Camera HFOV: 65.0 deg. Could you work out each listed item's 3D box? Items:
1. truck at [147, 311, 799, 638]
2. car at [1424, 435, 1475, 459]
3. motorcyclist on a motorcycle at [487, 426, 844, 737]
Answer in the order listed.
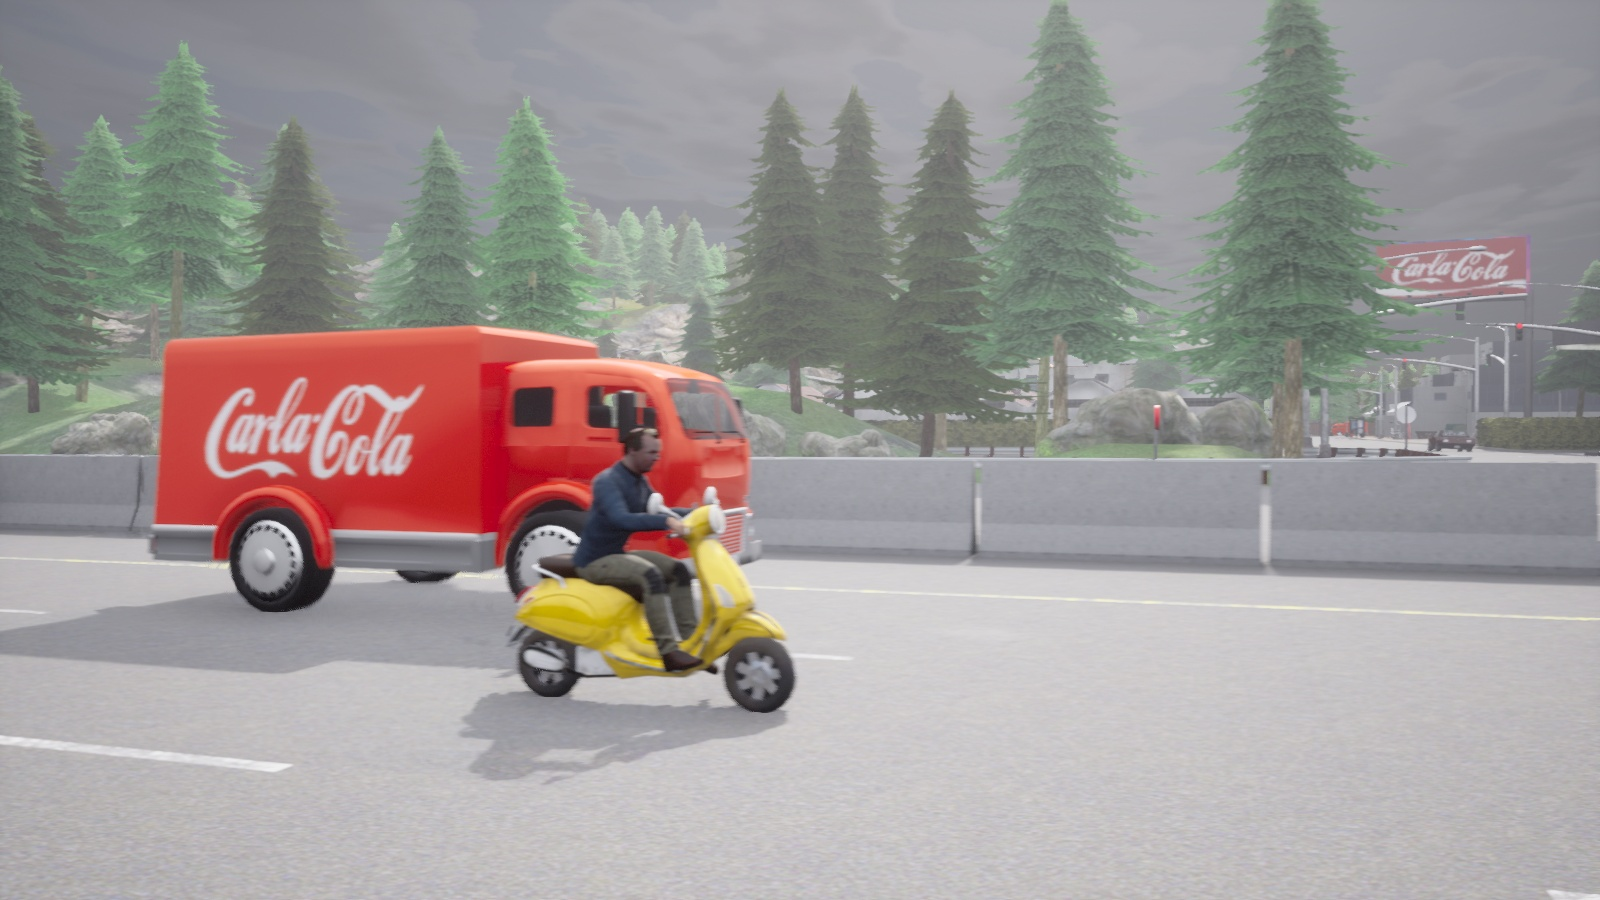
[{"bbox_3d":[-2.903,0.144,11.549,5.204,2.467,2.627,1,1,19],"label":"truck"},{"bbox_3d":[38.148,-0.223,73.831,1.895,1.301,4.718,2,1,18],"label":"car"},{"bbox_3d":[-0.748,0.663,7.137,1.817,1.590,0.866,1,1,19],"label":"motorcyclist on a motorcycle"}]
